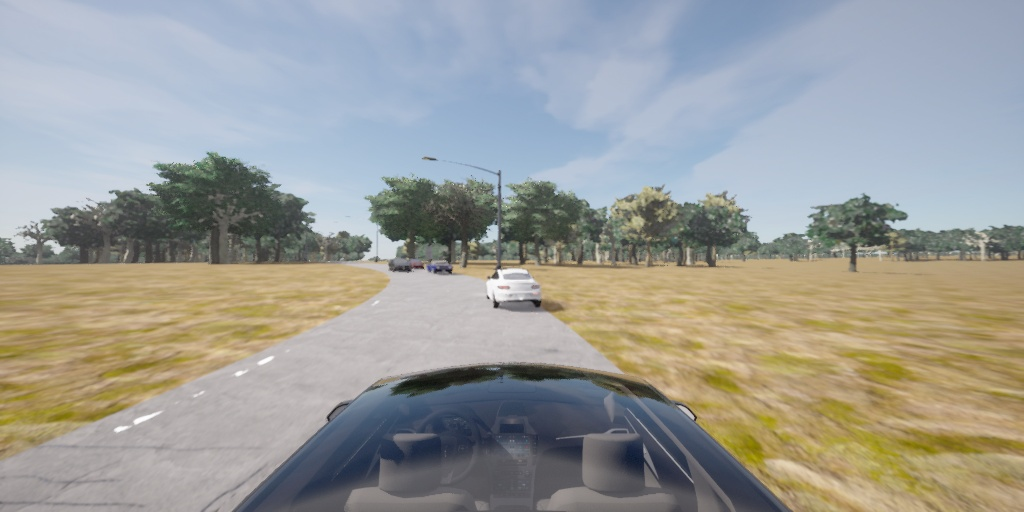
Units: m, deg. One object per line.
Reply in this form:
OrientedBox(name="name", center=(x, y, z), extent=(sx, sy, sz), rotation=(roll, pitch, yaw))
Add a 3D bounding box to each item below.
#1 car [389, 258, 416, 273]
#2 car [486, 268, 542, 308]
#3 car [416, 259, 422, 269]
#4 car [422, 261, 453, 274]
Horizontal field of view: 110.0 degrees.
OrientedBox(name="car", center=(-12.417, 1.001, 39.688), extent=(1.882, 1.535, 5.008), rotation=(1, 0, -27))
OrientedBox(name="car", center=(-0.028, 1.232, 14.857), extent=(1.812, 1.442, 4.674), rotation=(0, 0, -9))
OrientedBox(name="car", center=(-13.399, 1.038, 48.353), extent=(1.994, 1.385, 4.181), rotation=(1, 0, -34))
OrientedBox(name="car", center=(-7.615, 1.183, 37.265), extent=(1.895, 1.301, 4.718), rotation=(0, 0, -25))
